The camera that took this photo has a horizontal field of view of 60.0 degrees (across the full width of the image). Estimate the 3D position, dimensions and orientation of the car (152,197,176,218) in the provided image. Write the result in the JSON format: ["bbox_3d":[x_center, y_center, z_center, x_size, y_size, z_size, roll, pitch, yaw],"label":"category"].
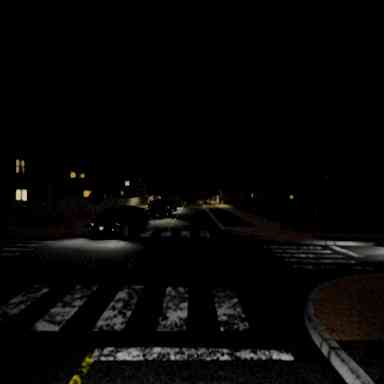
[{"bbox_3d":[-2.877,1.398,30.197,2.097,1.767,4.553,0,0,0],"label":"car"}]

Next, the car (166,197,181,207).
[{"bbox_3d":[-2.860,1.617,53.616,2.128,1.511,4.902,0,0,0],"label":"car"}]

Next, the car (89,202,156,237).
[{"bbox_3d":[-3.792,1.522,18.255,1.837,1.490,4.892,0,-1,13],"label":"car"}]

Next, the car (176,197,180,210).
[{"bbox_3d":[-2.887,1.605,41.889,1.812,1.442,4.674,0,0,0],"label":"car"}]

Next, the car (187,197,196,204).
[{"bbox_3d":[-0.065,1.684,65.888,1.837,1.490,4.892,0,0,0],"label":"car"}]

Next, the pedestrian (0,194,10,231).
[{"bbox_3d":[-9.645,1.038,16.843,0.375,1.860,0.375,0,-2,0],"label":"pedestrian"}]
